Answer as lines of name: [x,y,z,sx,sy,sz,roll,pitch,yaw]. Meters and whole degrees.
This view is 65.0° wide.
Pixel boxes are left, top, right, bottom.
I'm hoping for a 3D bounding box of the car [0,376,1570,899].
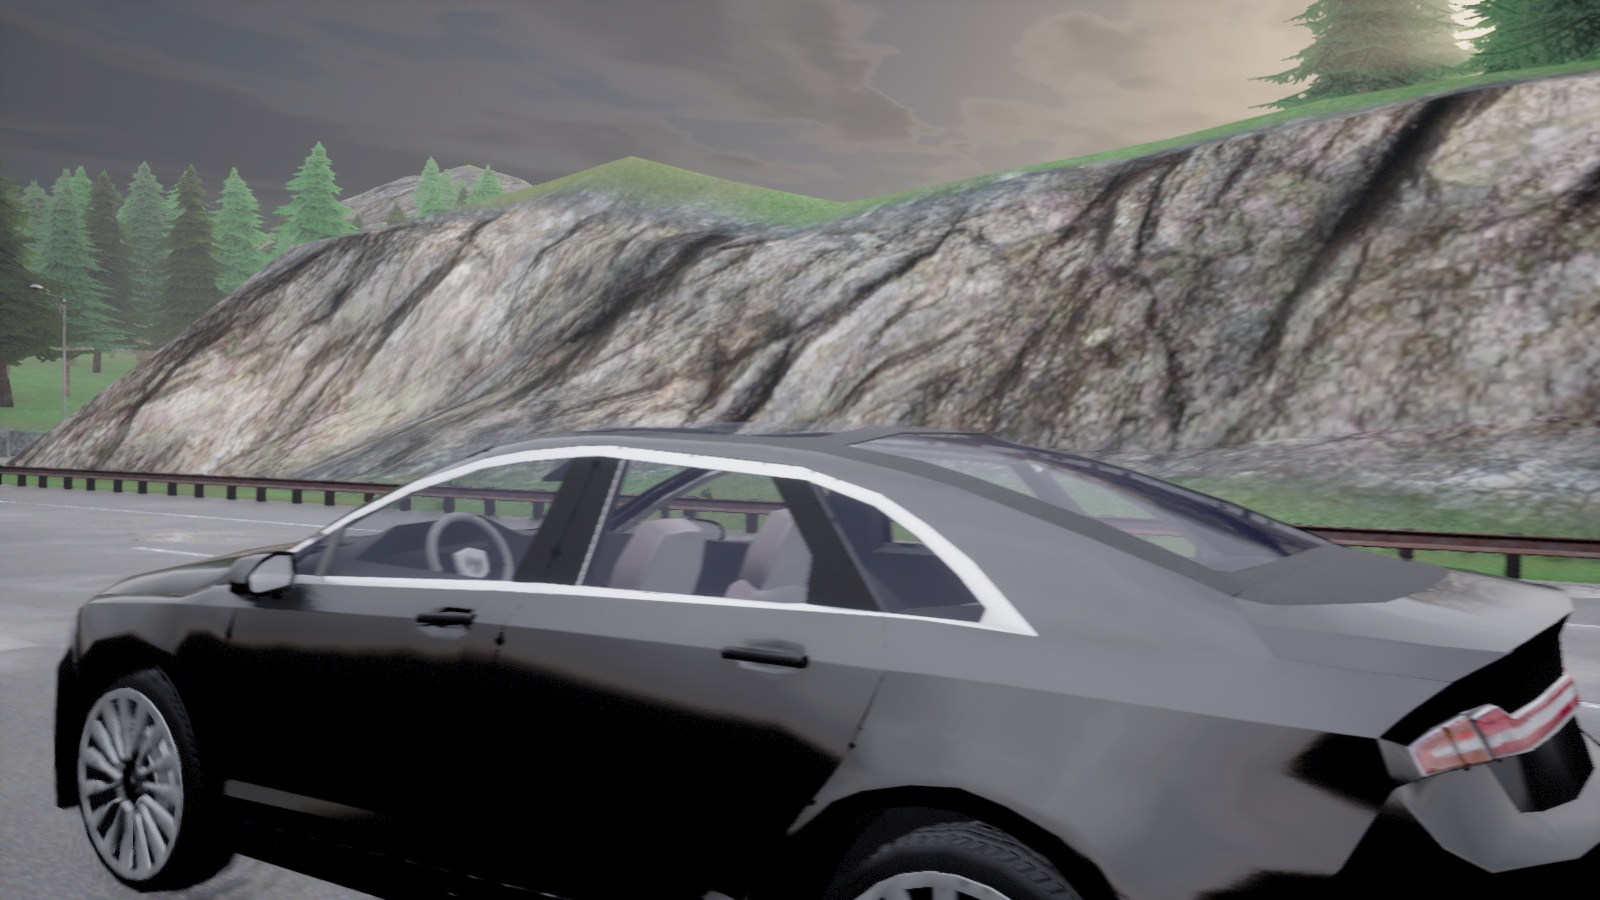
car: [-0.496,0.638,3.953,4.902,1.511,2.128,0,1,34]
